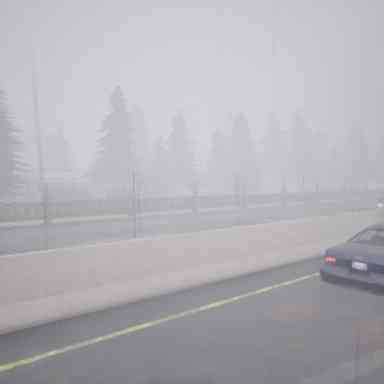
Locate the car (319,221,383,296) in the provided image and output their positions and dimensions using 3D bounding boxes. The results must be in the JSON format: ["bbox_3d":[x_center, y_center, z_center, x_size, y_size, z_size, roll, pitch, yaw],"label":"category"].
[{"bbox_3d":[5.131,1.360,7.680,5.357,1.411,2.033,-2,1,-36],"label":"car"}]
